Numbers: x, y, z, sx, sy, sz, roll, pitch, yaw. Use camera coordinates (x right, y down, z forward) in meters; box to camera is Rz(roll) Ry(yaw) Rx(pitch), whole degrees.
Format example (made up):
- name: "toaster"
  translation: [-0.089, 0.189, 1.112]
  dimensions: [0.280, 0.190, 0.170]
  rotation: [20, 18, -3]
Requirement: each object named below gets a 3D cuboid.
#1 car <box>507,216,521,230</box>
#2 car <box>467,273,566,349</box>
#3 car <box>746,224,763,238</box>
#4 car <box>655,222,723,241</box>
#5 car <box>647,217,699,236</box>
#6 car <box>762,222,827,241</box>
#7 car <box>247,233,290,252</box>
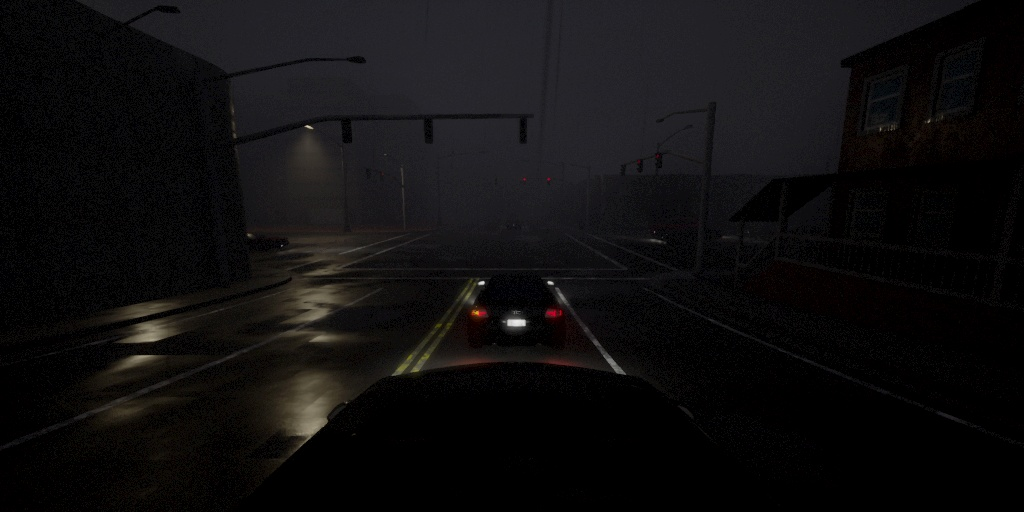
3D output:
- name: "car"
  translation: [0.259, -4.414, 49.285]
  dimensions: [1.994, 1.385, 4.181]
  rotation: [0, 8, 1]
- name: "car"
  translation: [0.101, 1.093, 8.658]
  dimensions: [1.994, 1.385, 4.181]
  rotation: [0, 3, 0]
- name: "car"
  translation: [27.040, -2.731, 37.203]
  dimensions: [4.902, 1.511, 2.128]
  rotation: [0, 8, 0]
- name: "car"
  translation: [16.875, -2.170, 33.827]
  dimensions: [5.357, 1.411, 2.033]
  rotation: [0, 8, 0]
- name: "car"
  translation: [17.011, -3.001, 37.241]
  dimensions: [5.566, 2.045, 2.150]
  rotation: [0, 8, 0]
- name: "car"
  translation: [26.972, -2.234, 33.737]
  dimensions: [5.008, 1.535, 1.882]
  rotation: [0, 8, 0]
- name: "car"
  translation: [-19.531, -1.085, 26.975]
  dimensions: [4.718, 1.301, 1.895]
  rotation: [0, 8, 0]
